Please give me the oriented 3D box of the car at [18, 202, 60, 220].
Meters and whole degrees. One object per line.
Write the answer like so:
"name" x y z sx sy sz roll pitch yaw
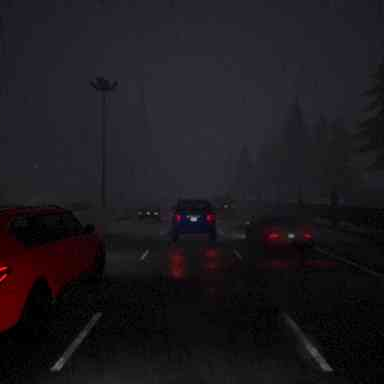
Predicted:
"car" -14.573 1.769 31.994 2.128 1.511 4.902 0 0 -5

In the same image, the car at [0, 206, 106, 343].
"car" -3.408 1.280 6.688 2.150 2.045 5.566 0 0 0

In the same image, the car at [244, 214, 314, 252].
"car" 3.582 1.672 14.562 2.033 1.411 5.357 0 0 0

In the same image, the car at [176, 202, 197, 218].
"car" -0.670 1.806 35.155 1.837 1.490 4.892 0 -1 -6

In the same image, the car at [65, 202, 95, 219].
"car" -11.208 1.795 33.516 1.837 1.490 4.892 1 -1 -6

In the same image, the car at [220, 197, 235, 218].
"car" 2.958 1.514 34.272 2.150 2.045 5.566 0 0 -5

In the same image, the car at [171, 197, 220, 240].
"car" 0.079 1.376 17.961 2.150 2.045 5.566 0 0 0

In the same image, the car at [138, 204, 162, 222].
"car" -3.662 1.800 29.374 2.033 1.411 5.357 0 0 -3
